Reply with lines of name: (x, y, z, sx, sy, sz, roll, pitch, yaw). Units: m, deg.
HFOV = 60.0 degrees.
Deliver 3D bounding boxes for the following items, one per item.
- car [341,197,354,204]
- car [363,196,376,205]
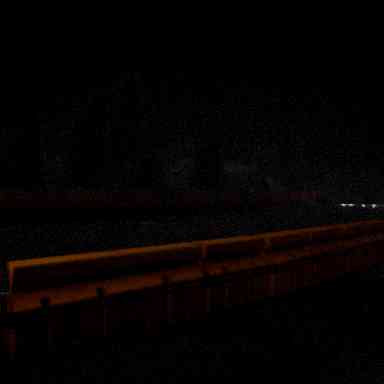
car: (29.183, 1.535, 62.246, 1.994, 1.385, 4.181, 0, 0, 31)
car: (32.303, 1.455, 60.638, 1.882, 1.535, 5.008, 0, 0, 31)
